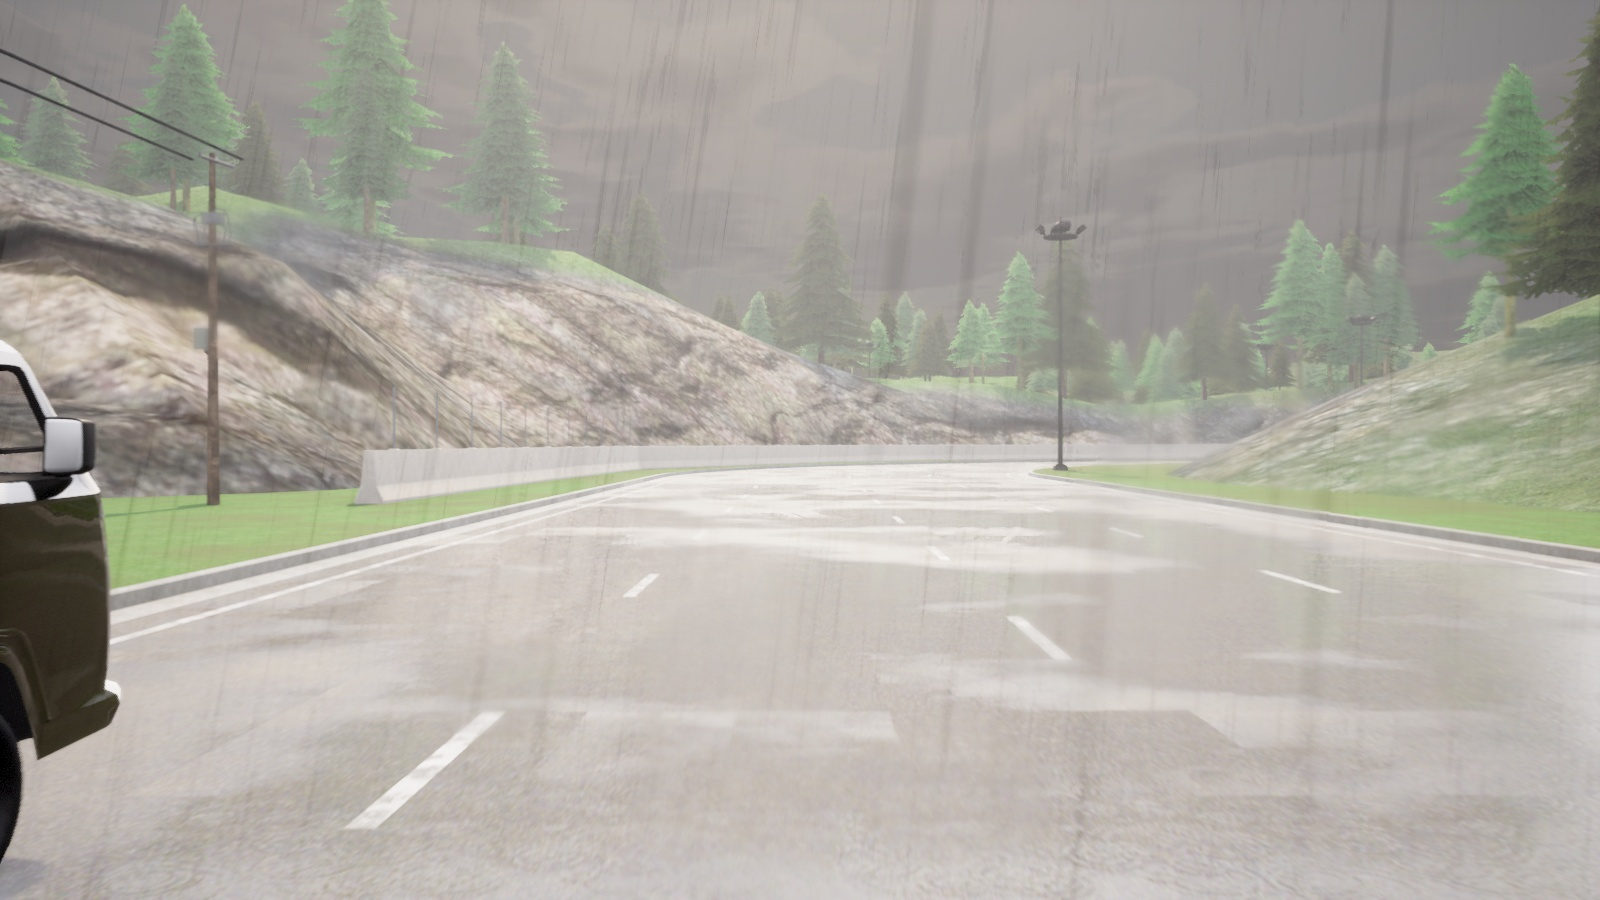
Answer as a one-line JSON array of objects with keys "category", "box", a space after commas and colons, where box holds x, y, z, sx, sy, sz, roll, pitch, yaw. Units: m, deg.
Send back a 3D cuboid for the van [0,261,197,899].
[{"category": "van", "box": [-3.469, 0.451, 2.798, 2.069, 2.038, 4.480, 0, 0, 0]}]
